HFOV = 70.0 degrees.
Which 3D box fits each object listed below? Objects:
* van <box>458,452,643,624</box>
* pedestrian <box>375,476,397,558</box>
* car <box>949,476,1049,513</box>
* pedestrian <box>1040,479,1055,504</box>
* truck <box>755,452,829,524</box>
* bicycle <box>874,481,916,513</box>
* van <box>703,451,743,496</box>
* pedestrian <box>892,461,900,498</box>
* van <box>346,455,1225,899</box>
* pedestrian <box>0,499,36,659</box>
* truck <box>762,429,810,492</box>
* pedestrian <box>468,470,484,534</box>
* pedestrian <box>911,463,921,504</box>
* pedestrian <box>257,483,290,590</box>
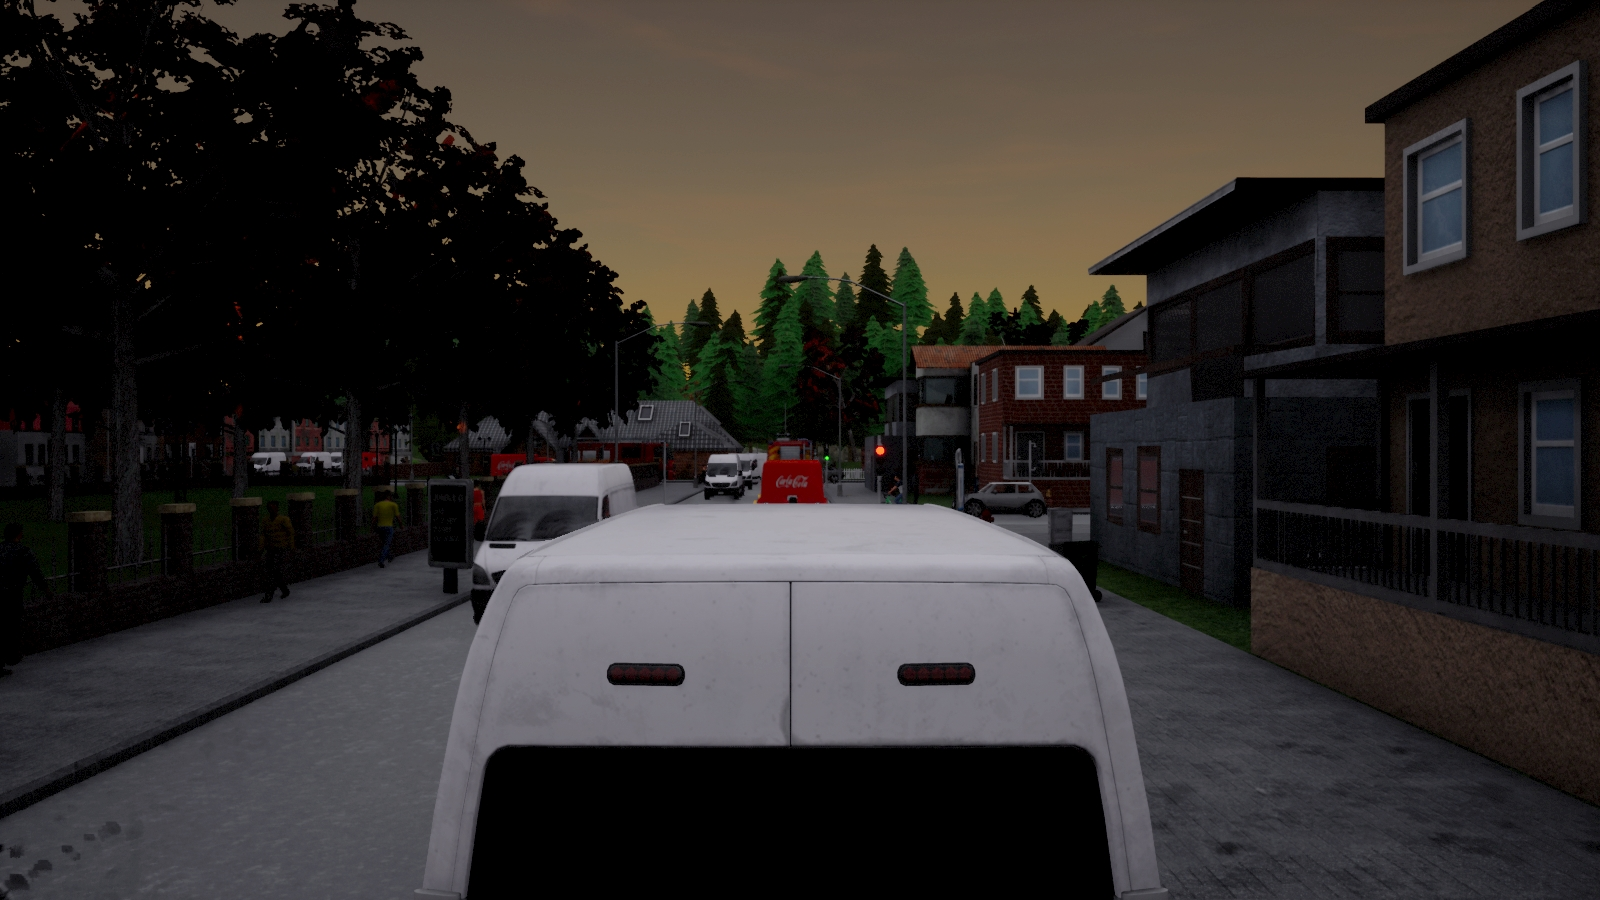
[{"bbox_3d":[-4.126,1.315,19.986,1.988,2.561,5.915,0,0,0],"label":"van"},{"bbox_3d":[-9.527,1.526,26.282,0.375,1.860,0.375,0,0,0],"label":"pedestrian"},{"bbox_3d":[8.223,1.844,47.485,3.806,1.475,1.970,0,0,-1],"label":"car"},{"bbox_3d":[11.317,1.896,52.226,0.500,1.100,0.500,0,0,-10],"label":"pedestrian"},{"bbox_3d":[-0.288,1.360,43.145,2.627,2.467,5.204,0,1,0],"label":"truck"},{"bbox_3d":[3.915,1.936,47.094,1.643,1.296,0.373,0,0,-6],"label":"bicycle"},{"bbox_3d":[-4.457,1.314,66.858,1.988,2.561,5.915,0,0,0],"label":"van"},{"bbox_3d":[4.908,1.517,58.332,0.375,1.860,0.375,0,0,0],"label":"pedestrian"},{"bbox_3d":[-0.041,1.314,5.541,1.988,2.561,5.915,0,0,0],"label":"van"},{"bbox_3d":[-9.433,1.525,13.632,0.375,1.860,0.375,0,0,0],"label":"pedestrian"},{"bbox_3d":[-0.820,0.670,73.728,2.891,3.827,8.468,0,0,0],"label":"truck"},{"bbox_3d":[-9.469,1.525,33.428,0.375,1.860,0.375,0,0,-1],"label":"pedestrian"},{"bbox_3d":[5.293,1.516,52.293,0.375,1.860,0.375,0,0,21],"label":"pedestrian"},{"bbox_3d":[-9.297,1.525,20.185,0.375,1.860,0.375,0,0,10],"label":"pedestrian"}]
